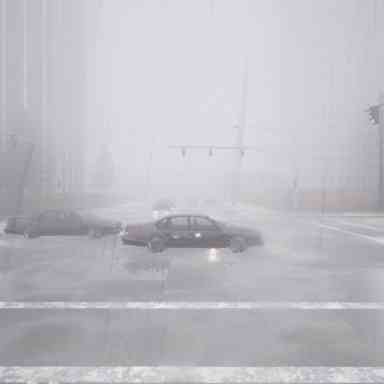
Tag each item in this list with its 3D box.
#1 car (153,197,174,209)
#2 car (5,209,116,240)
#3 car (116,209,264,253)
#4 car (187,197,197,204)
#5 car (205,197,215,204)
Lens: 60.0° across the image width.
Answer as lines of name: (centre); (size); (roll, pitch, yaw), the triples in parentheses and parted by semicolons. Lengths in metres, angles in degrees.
car: (-3.587, 1.564, 40.774); (1.994, 1.385, 4.181); (0, 0, 0)
car: (-6.209, 1.548, 16.454); (5.357, 1.411, 2.033); (0, 0, -1)
car: (0.014, 1.547, 13.050); (5.357, 1.411, 2.033); (0, 0, -1)
car: (0.019, 1.564, 64.973); (1.994, 1.385, 4.181); (0, 0, 0)
car: (3.519, 1.601, 65.002); (1.895, 1.301, 4.718); (0, 0, 0)
